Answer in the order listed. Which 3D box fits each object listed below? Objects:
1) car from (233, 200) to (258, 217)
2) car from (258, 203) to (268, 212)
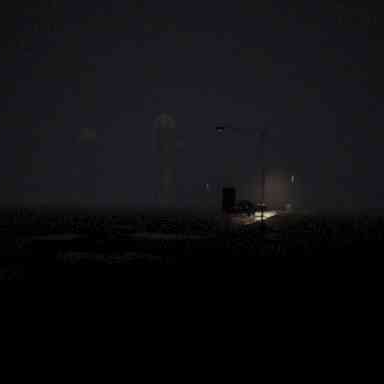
[{"bbox_3d":[7.037,2.164,44.711,2.150,2.045,5.566,1,-1,20],"label":"car"},{"bbox_3d":[12.526,2.811,60.035,2.128,1.511,4.902,1,-1,20],"label":"car"}]
